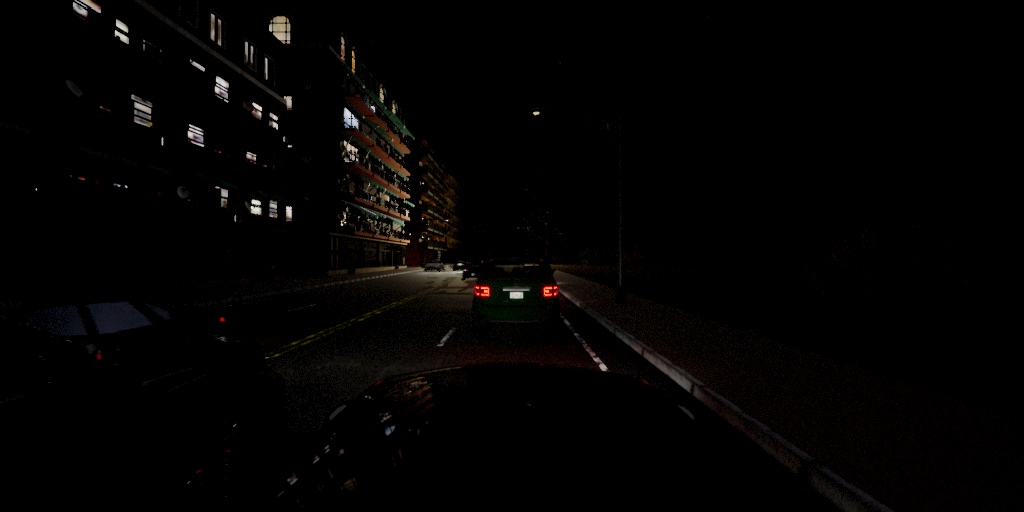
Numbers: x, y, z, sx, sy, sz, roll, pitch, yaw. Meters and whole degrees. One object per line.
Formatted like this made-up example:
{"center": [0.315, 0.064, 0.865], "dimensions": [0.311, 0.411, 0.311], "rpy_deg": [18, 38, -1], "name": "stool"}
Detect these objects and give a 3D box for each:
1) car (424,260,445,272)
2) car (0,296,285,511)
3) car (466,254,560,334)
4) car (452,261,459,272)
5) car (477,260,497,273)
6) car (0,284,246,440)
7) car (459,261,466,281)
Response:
{"center": [-9.715, 1.276, 45.215], "dimensions": [1.812, 1.442, 4.674], "rpy_deg": [0, 0, 0], "name": "car"}
{"center": [-3.156, 0.969, 0.899], "dimensions": [2.150, 2.045, 5.566], "rpy_deg": [0, 0, 0], "name": "car"}
{"center": [0.119, 0.973, 10.714], "dimensions": [2.150, 2.045, 5.566], "rpy_deg": [0, 0, 0], "name": "car"}
{"center": [-6.474, 1.314, 46.573], "dimensions": [1.994, 1.385, 4.181], "rpy_deg": [0, 0, 0], "name": "car"}
{"center": [-3.028, 1.242, 45.000], "dimensions": [2.128, 1.511, 4.902], "rpy_deg": [0, 0, 0], "name": "car"}
{"center": [-6.594, 1.298, 4.843], "dimensions": [2.033, 1.411, 5.357], "rpy_deg": [0, 0, 0], "name": "car"}
{"center": [-3.077, 1.279, 30.277], "dimensions": [1.812, 1.442, 4.674], "rpy_deg": [0, -1, -1], "name": "car"}
